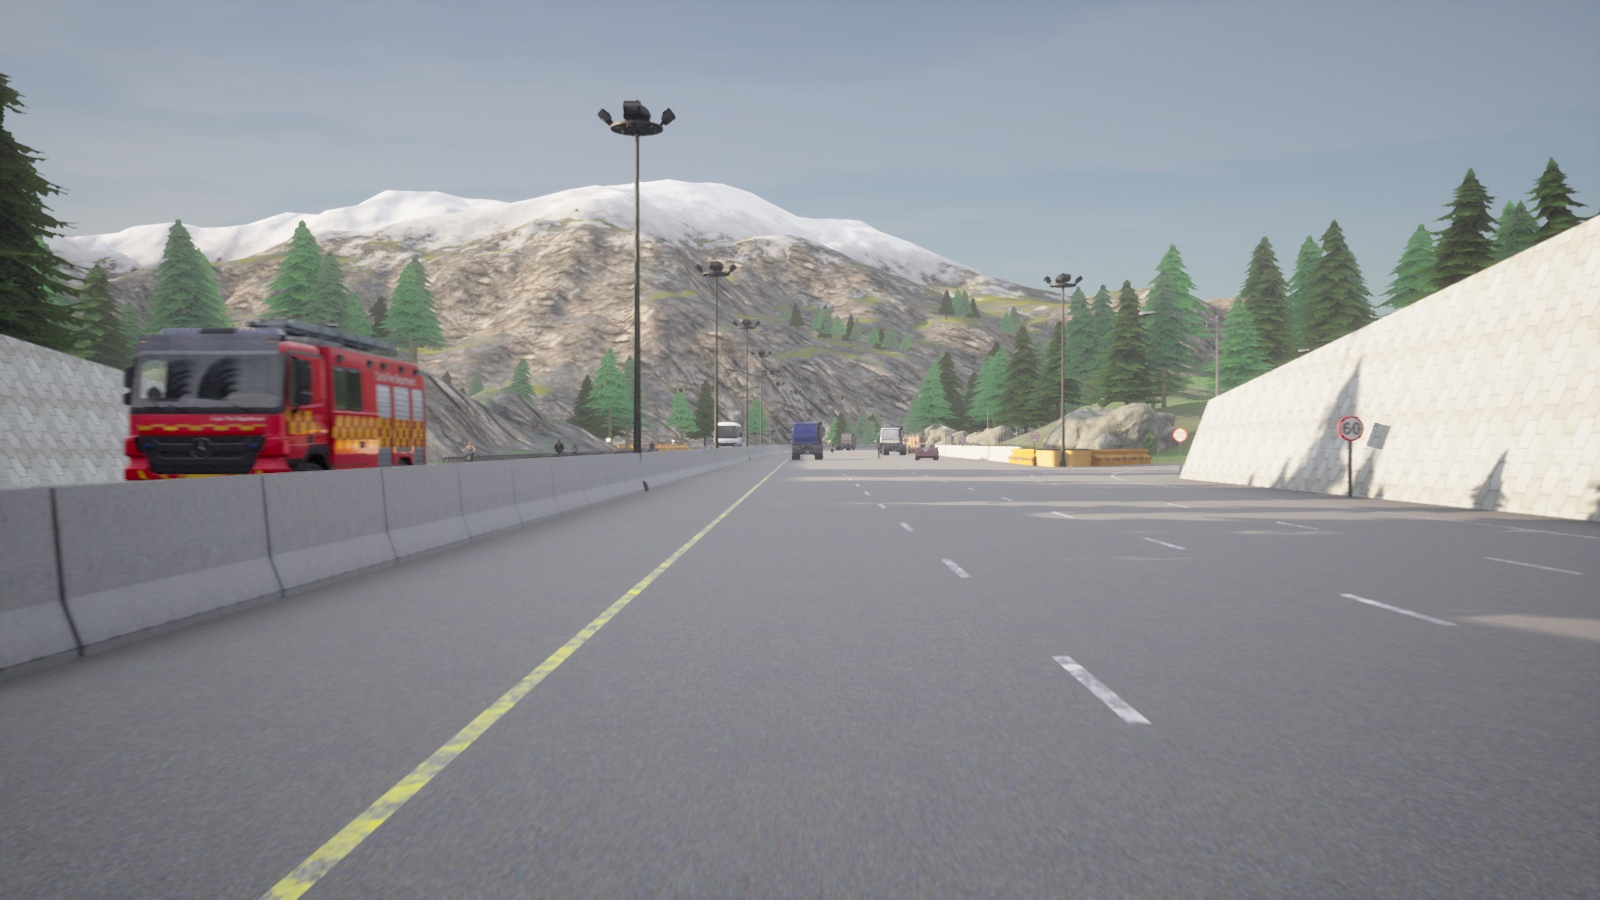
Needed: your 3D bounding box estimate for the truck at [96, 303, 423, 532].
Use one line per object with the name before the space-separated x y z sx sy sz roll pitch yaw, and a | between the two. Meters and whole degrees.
truck | -10.340 -0.569 25.312 2.891 3.827 8.468 0 0 0
